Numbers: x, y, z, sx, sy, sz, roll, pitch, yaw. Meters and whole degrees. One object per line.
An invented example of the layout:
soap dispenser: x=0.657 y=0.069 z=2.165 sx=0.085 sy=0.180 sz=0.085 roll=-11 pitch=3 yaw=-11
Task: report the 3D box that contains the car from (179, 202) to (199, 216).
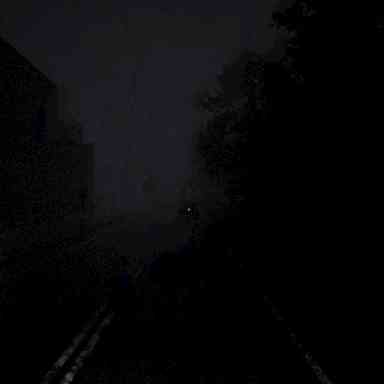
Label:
car: x=-0.286 y=1.660 z=34.027 sx=1.994 sy=1.385 sz=4.181 roll=0 pitch=0 yaw=0
